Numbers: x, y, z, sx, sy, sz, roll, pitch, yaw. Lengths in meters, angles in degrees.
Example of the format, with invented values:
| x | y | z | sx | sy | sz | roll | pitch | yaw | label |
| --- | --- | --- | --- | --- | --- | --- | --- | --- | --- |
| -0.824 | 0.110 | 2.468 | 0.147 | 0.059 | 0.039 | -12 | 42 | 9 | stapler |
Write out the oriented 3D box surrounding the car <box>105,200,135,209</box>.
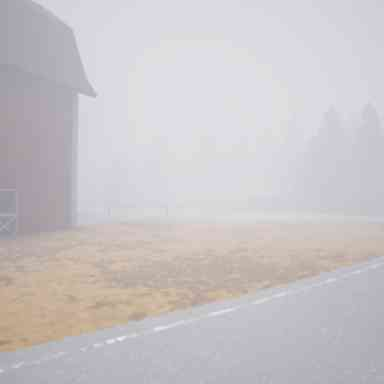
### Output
| x | y | z | sx | sy | sz | roll | pitch | yaw | label |
| --- | --- | --- | --- | --- | --- | --- | --- | --- | --- |
| -11.022 | 1.920 | 51.201 | 4.718 | 1.301 | 1.895 | 0 | -1 | 31 | car |

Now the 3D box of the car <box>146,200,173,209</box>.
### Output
| x | y | z | sx | sy | sz | roll | pitch | yaw | label |
| --- | --- | --- | --- | --- | --- | --- | --- | --- | --- |
| -5.056 | 1.945 | 51.666 | 4.181 | 1.385 | 1.994 | 0 | -1 | 31 | car |
